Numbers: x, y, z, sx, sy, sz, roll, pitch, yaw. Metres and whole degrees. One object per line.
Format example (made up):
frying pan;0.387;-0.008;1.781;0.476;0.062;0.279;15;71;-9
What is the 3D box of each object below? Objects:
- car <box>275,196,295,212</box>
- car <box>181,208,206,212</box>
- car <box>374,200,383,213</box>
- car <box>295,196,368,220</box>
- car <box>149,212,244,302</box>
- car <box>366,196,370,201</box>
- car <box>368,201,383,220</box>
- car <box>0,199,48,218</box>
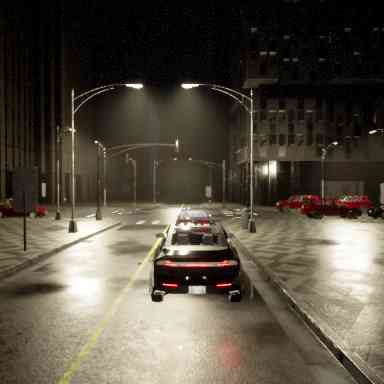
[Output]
car;12.048;1.329;37.665;5.009;1.841;2.192;0;1;0
car;0.073;1.552;17.930;2.033;1.411;5.357;0;0;0
car;23.332;1.638;37.720;4.313;1.339;1.947;0;1;0
car;12.077;1.466;29.141;5.009;1.841;2.192;0;1;0
car;0.087;1.491;8.221;2.128;1.511;4.902;0;0;0
car;17.691;1.358;37.691;5.009;1.841;2.192;0;1;0
car;17.719;1.746;29.170;4.313;1.339;1.947;0;1;0
car;-14.965;1.570;29.019;4.507;1.381;1.887;0;1;0
